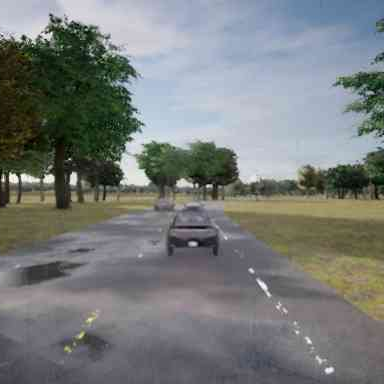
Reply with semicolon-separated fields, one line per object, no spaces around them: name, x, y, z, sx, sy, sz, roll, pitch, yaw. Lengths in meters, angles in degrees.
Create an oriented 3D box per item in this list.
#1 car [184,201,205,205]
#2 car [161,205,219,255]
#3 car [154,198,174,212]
car;0.190;1.516;29.594;1.812;1.442;4.674;0;0;2
car;0.022;1.493;13.346;2.128;1.511;4.902;0;0;0
car;-3.100;1.495;37.837;1.837;1.490;4.892;0;0;4
